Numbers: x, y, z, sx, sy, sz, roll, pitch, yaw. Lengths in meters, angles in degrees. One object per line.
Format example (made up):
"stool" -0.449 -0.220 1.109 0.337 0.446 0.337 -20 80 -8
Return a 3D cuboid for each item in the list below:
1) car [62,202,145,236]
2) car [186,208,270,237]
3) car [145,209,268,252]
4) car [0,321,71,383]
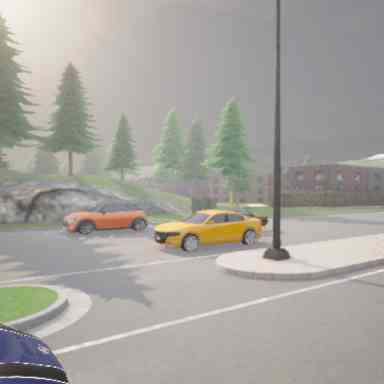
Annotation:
"car" -4.865 1.380 18.829 4.553 1.767 2.097 0 0 -34
"car" 2.154 1.672 19.342 4.718 1.301 1.895 0 0 -34
"car" 0.785 1.525 14.191 5.008 1.535 1.882 0 0 -34
"car" -2.859 1.338 1.517 4.553 1.767 2.097 1 0 -37
